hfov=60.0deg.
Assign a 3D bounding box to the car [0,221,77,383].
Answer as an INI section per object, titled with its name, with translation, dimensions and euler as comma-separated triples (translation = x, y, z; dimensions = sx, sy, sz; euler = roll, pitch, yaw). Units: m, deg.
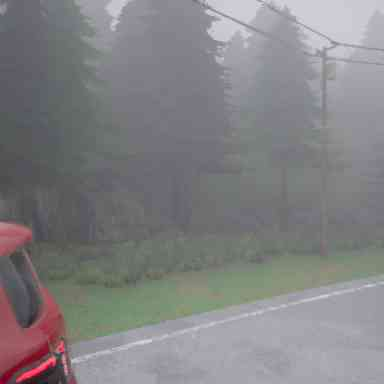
[car]
translation = -3.282, 1.205, 1.111
dimensions = 5.566, 2.045, 2.150
euler = 0, 0, -36
